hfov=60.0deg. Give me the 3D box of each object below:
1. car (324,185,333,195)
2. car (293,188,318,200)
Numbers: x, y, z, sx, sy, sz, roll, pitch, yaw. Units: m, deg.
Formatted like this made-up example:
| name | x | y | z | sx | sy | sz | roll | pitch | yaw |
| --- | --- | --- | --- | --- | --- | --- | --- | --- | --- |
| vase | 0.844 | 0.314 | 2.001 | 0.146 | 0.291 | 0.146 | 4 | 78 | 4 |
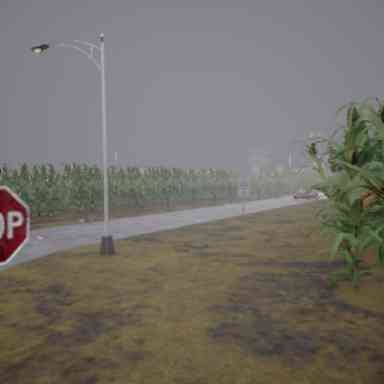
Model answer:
| name | x | y | z | sx | sy | sz | roll | pitch | yaw |
| --- | --- | --- | --- | --- | --- | --- | --- | --- | --- |
| car | 23.174 | -0.394 | 54.854 | 1.882 | 1.535 | 5.008 | 0 | 2 | 35 |
| car | 14.617 | 0.222 | 42.741 | 2.033 | 1.411 | 5.357 | 0 | 2 | 35 |
